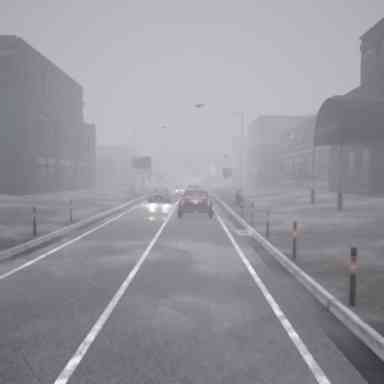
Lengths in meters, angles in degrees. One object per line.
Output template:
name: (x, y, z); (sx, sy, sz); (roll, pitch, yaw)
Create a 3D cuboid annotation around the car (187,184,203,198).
car: (0.331, -0.193, 40.242); (1.837, 1.490, 4.892); (1, 2, 0)

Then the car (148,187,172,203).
car: (-2.917, 0.265, 30.963); (1.994, 1.385, 4.181); (1, 3, 0)

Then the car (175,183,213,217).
car: (0.225, 0.536, 21.606); (2.097, 1.767, 4.553); (1, 3, 0)

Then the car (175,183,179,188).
car: (-2.596, -1.262, 71.433); (2.128, 1.511, 4.902); (1, 2, 0)
